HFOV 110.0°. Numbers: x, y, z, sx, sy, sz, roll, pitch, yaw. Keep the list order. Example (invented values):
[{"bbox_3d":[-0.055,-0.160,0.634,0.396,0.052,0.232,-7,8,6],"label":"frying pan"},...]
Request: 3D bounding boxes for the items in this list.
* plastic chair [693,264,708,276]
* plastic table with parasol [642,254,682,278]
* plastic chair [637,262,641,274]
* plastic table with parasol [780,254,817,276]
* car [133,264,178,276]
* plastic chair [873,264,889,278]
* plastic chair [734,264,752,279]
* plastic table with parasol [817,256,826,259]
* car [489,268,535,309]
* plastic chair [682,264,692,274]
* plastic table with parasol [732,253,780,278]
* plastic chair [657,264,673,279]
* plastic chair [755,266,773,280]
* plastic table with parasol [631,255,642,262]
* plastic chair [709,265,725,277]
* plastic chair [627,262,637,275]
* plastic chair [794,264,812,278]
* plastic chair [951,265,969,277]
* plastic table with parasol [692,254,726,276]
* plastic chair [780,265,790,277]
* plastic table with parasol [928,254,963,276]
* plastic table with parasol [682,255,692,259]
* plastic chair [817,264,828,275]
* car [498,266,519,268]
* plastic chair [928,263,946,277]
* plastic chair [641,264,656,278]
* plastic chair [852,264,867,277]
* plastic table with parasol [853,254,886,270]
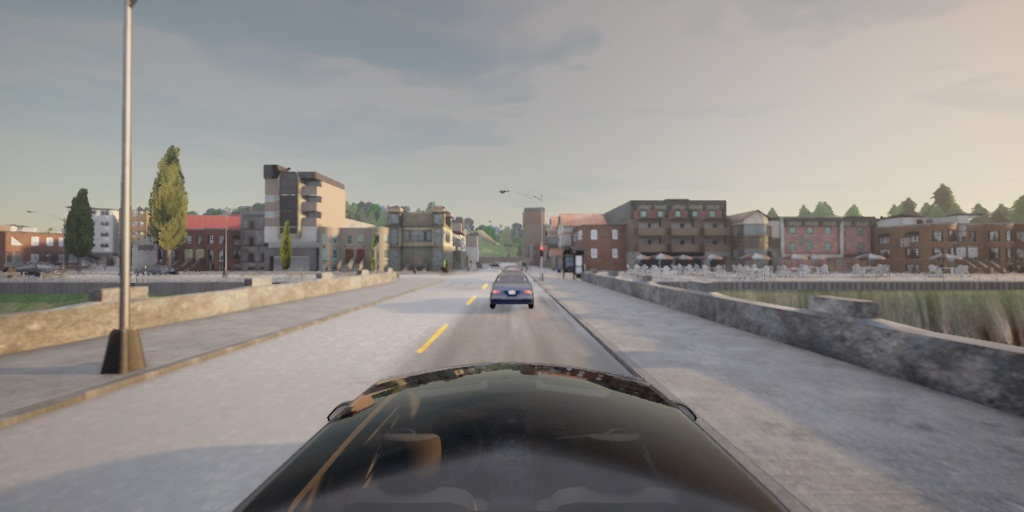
[{"bbox_3d":[21.688,1.647,41.276,0.730,1.272,0.750,0,0,0],"label":"plastic chair"},{"bbox_3d":[15.159,0.998,36.435,2.482,2.480,2.482,0,0,0],"label":"plastic table with parasol"},{"bbox_3d":[15.788,1.663,42.975,0.750,1.272,0.730,0,0,0],"label":"plastic chair"},{"bbox_3d":[30.498,1.021,38.857,2.482,2.480,2.482,0,0,0],"label":"plastic table with parasol"},{"bbox_3d":[-43.695,1.709,44.019,4.181,1.385,1.994,0,-1,0],"label":"car"},{"bbox_3d":[37.789,1.603,36.579,0.750,1.272,0.730,0,0,0],"label":"plastic chair"},{"bbox_3d":[22.589,1.589,35.076,0.730,1.272,0.750,0,0,0],"label":"plastic chair"},{"bbox_3d":[37.418,1.074,44.638,2.482,2.480,2.482,0,0,0],"label":"plastic table with parasol"},{"bbox_3d":[-0.003,1.429,15.840,2.033,1.411,5.357,0,-1,0],"label":"car"},{"bbox_3d":[22.487,1.688,45.676,0.750,1.272,0.730,0,0,0],"label":"plastic chair"},{"bbox_3d":[23.789,0.985,35.026,2.482,2.480,2.482,0,0,0],"label":"plastic table with parasol"},{"bbox_3d":[14.989,1.590,35.175,0.750,1.272,0.730,0,0,0],"label":"plastic chair"},{"bbox_3d":[23.689,1.576,33.677,0.750,1.272,0.730,0,0,0],"label":"plastic chair"},{"bbox_3d":[15.908,1.071,44.255,2.482,2.480,2.482,0,0,0],"label":"plastic table with parasol"},{"bbox_3d":[22.788,1.634,39.876,0.750,1.272,0.730,0,0,0],"label":"plastic chair"},{"bbox_3d":[14.688,1.676,44.375,0.730,1.272,0.750,0,0,0],"label":"plastic chair"},{"bbox_3d":[30.489,1.613,37.577,0.750,1.272,0.730,0,0,0],"label":"plastic chair"},{"bbox_3d":[47.889,1.618,38.180,0.750,1.272,0.730,0,0,0],"label":"plastic chair"},{"bbox_3d":[22.888,1.043,41.226,2.482,2.480,2.482,0,0,0],"label":"plastic table with parasol"},{"bbox_3d":[29.320,1.626,38.973,0.730,1.272,0.750,0,0,-1],"label":"plastic chair"},{"bbox_3d":[47.988,1.028,39.680,2.482,2.480,2.482,0,0,0],"label":"plastic table with parasol"},{"bbox_3d":[22.497,1.098,47.146,2.482,2.480,2.482,0,0,0],"label":"plastic table with parasol"},{"bbox_3d":[37.388,1.665,43.178,0.750,1.272,0.730,0,0,0],"label":"plastic chair"},{"bbox_3d":[-0.006,1.550,31.243,1.812,1.442,4.674,0,0,0],"label":"car"},{"bbox_3d":[46.788,1.631,39.580,0.730,1.272,0.750,0,0,0],"label":"plastic chair"},{"bbox_3d":[13.889,1.604,36.575,0.730,1.272,0.750,0,0,0],"label":"plastic chair"},{"bbox_3d":[36.651,1.616,37.976,0.730,1.272,0.750,0,0,0],"label":"plastic chair"},{"bbox_3d":[37.779,1.011,37.888,2.482,2.480,2.482,0,0,0],"label":"plastic table with parasol"}]
